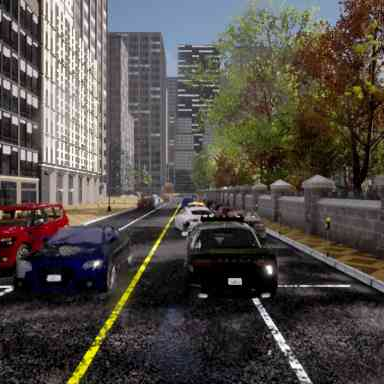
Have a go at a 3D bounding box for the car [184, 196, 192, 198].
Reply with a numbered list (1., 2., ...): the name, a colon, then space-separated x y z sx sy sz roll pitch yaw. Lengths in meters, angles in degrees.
1. car: -0.488 1.465 45.846 1.882 1.535 5.008 0 0 0

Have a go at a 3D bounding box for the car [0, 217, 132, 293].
1. car: -2.828 1.563 8.772 1.994 1.385 4.181 0 0 -1

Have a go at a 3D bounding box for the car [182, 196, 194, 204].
1. car: -0.742 1.468 63.919 2.128 1.511 4.902 0 0 -1

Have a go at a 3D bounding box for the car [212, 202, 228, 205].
1. car: 2.339 1.578 21.724 1.802 1.307 4.206 0 0 -1

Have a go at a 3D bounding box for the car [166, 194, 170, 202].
1. car: -6.222 1.282 77.168 2.192 1.841 5.009 0 0 -1

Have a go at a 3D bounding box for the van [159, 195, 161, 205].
1. van: -6.027 1.327 49.464 1.690 1.788 3.998 0 0 -1

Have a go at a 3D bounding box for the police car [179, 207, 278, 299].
1. police car: 0.756 1.424 8.636 1.930 1.638 5.238 0 0 -1

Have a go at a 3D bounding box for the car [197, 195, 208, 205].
1. car: 1.862 1.418 60.570 1.967 1.590 4.097 0 0 -1

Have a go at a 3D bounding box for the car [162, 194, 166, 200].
1. car: -6.161 1.504 60.375 1.752 1.417 4.829 0 0 -1

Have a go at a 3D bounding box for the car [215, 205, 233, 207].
1. car: 2.407 1.548 16.175 2.008 1.369 4.403 0 0 -1

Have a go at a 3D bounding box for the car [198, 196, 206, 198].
1. car: 1.998 1.568 49.471 1.802 1.307 4.206 0 0 -1

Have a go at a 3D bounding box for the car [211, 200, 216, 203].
1. car: 2.270 1.561 27.274 1.947 1.339 4.313 0 0 -1

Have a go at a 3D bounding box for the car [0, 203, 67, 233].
1. car: -5.553 1.314 10.677 2.192 1.841 5.009 0 0 -1

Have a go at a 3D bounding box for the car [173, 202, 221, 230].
1. car: 0.169 1.523 18.317 1.812 1.442 4.674 0 0 -13

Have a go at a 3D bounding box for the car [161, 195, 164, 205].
1. car: -6.095 1.564 55.005 1.802 1.307 4.206 0 0 -1

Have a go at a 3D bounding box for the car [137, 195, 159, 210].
1. car: -5.960 1.304 43.923 2.192 1.841 5.009 0 0 -1

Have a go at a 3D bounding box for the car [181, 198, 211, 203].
1. car: 0.310 1.452 24.749 1.801 1.575 5.366 0 0 4
